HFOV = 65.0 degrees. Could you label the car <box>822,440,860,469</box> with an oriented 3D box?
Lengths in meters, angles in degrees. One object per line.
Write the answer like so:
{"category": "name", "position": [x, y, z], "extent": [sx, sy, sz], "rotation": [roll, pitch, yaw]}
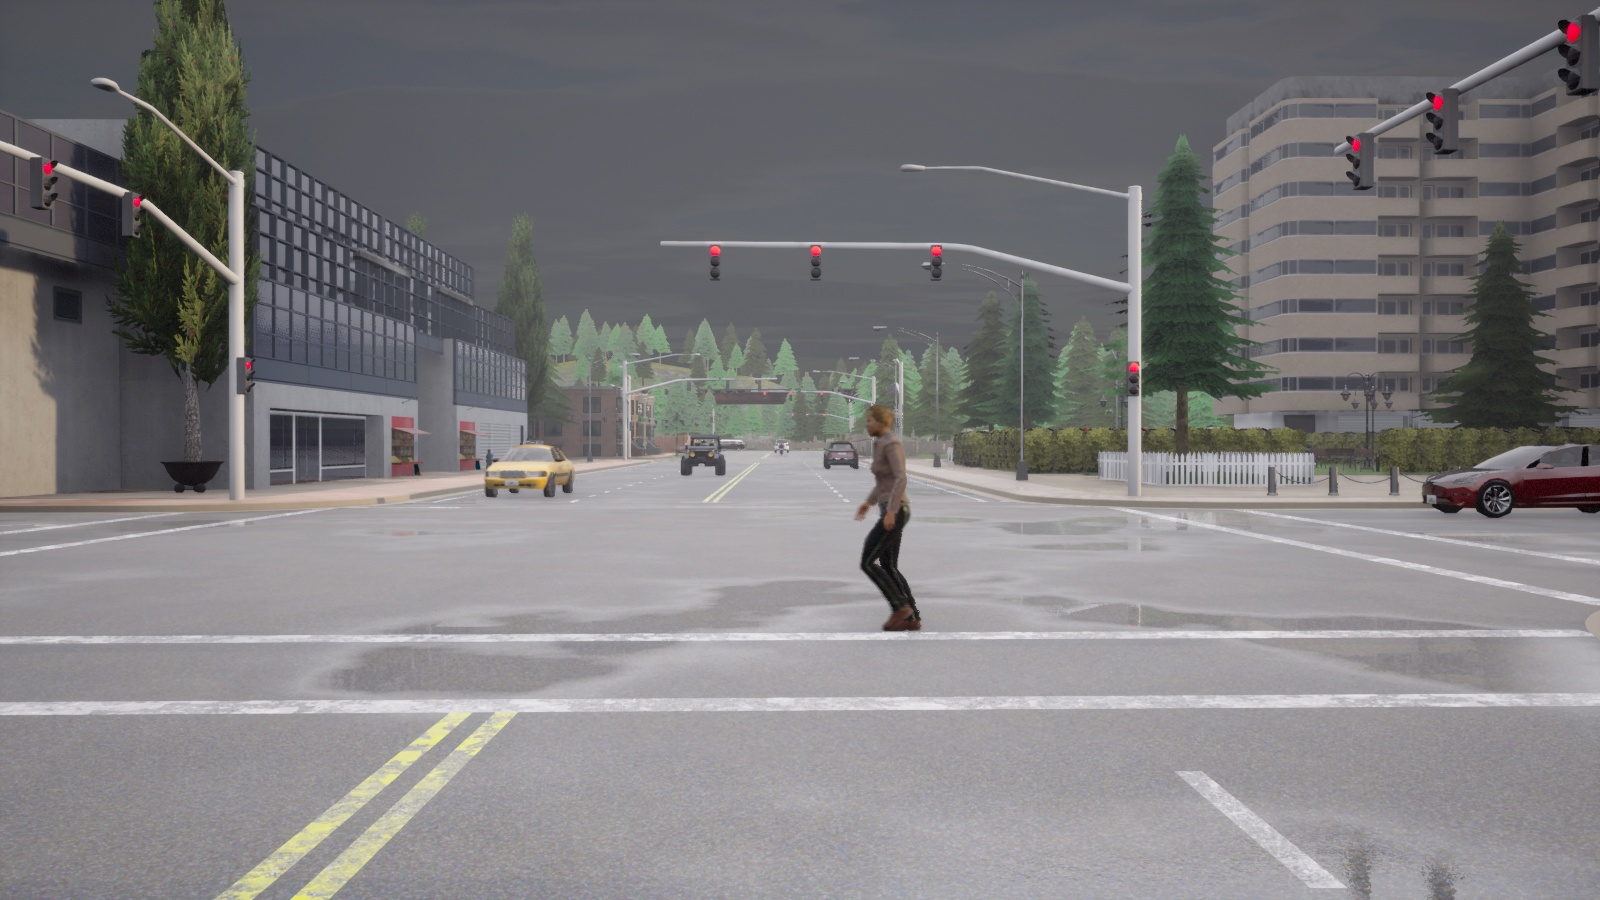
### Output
{"category": "car", "position": [2.359, 0.264, 73.456], "extent": [2.033, 1.649, 4.856], "rotation": [0, 0, -1]}

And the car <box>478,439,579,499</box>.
{"category": "car", "position": [-7.611, 0.478, 35.717], "extent": [1.801, 1.575, 5.366], "rotation": [0, 0, -1]}

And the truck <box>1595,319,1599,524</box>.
{"category": "truck", "position": [19.204, -0.528, 22.210], "extent": [8.468, 3.827, 2.891], "rotation": [0, 0, -1]}

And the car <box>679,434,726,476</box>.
{"category": "car", "position": [-4.422, 0.214, 57.590], "extent": [1.905, 1.878, 3.866], "rotation": [0, 0, -1]}

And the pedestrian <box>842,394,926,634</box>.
{"category": "pedestrian", "position": [0.651, 0.493, 9.829], "extent": [0.634, 1.846, 0.331], "rotation": [0, 0, 1]}

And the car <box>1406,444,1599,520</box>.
{"category": "car", "position": [15.302, 0.614, 25.652], "extent": [4.792, 1.488, 2.163], "rotation": [0, 0, -1]}
